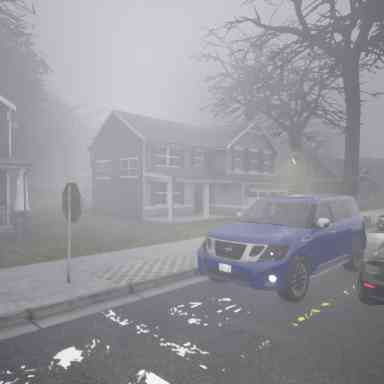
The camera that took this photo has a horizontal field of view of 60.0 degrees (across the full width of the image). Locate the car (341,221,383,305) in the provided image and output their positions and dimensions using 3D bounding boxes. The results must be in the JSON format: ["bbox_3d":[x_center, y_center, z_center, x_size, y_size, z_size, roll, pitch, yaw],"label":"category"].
[{"bbox_3d":[4.895,1.439,6.754,1.812,1.442,4.674,1,1,45],"label":"car"}]

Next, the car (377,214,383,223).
[{"bbox_3d":[11.014,1.305,16.963,1.994,1.385,4.181,1,1,44],"label":"car"}]

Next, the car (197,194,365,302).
[{"bbox_3d":[2.588,1.101,8.475,2.150,2.045,5.566,1,1,45],"label":"car"}]
